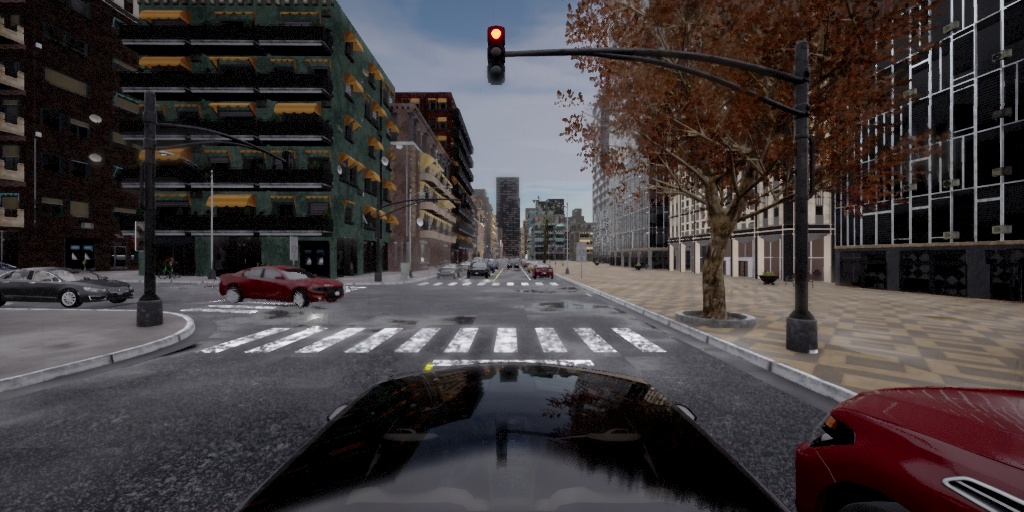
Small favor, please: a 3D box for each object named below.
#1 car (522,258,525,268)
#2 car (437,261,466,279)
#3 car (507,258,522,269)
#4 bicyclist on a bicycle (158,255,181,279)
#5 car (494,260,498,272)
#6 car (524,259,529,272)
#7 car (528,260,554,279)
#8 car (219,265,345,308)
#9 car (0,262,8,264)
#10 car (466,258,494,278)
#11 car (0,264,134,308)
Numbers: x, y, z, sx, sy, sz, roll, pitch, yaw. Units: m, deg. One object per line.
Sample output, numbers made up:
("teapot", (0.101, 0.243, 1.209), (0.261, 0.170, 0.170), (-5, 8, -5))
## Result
("car", (2.769, 1.375, 60.043), (1.802, 1.307, 4.207), (0, 0, 0))
("car", (-5.648, 1.312, 32.392), (2.007, 1.370, 4.403), (0, 0, 0))
("car", (0.177, 1.392, 59.041), (1.895, 1.301, 4.718), (0, 0, 0))
("bicyclist on a bicycle", (-23.138, 0.761, 24.260), (0.582, 1.620, 1.656), (1, 0, -1))
("car", (-3.025, 1.374, 43.700), (1.895, 1.301, 4.718), (0, 0, 0))
("car", (2.747, 1.298, 43.616), (1.751, 1.417, 4.829), (0, 0, 0))
("car", (2.732, 1.307, 32.381), (1.888, 1.381, 4.507), (0, 0, 0))
("car", (-9.406, 1.155, 14.792), (5.008, 1.535, 1.882), (2, 0, 11))
("car", (-23.107, 0.943, 15.524), (4.902, 1.511, 2.128), (1, 0, -1))
("car", (-3.051, 1.241, 33.676), (1.882, 1.535, 5.008), (0, 0, 0))
("car", (-16.420, 1.091, 12.991), (4.403, 1.370, 2.007), (0, 0, 0))
